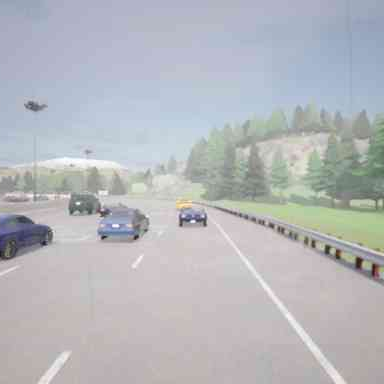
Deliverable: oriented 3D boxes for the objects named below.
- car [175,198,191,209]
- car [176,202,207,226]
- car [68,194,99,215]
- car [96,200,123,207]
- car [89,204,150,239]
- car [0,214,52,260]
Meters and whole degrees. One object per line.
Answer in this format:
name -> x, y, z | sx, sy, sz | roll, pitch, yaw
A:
car -> -1.047, 1.479, 41.418 | 1.882, 1.535, 5.008 | 0, 0, -5
car -> 0.025, 1.602, 23.581 | 1.895, 1.301, 4.718 | 0, 0, -1
car -> -10.944, 1.223, 34.104 | 2.150, 2.045, 5.566 | 0, 0, -4
car -> -7.256, 1.602, 31.136 | 1.895, 1.301, 4.718 | 0, 0, -3
car -> -3.401, 1.548, 17.285 | 2.033, 1.411, 5.357 | 0, 0, 0
car -> -6.899, 1.526, 12.341 | 1.812, 1.442, 4.674 | 0, 0, 0
